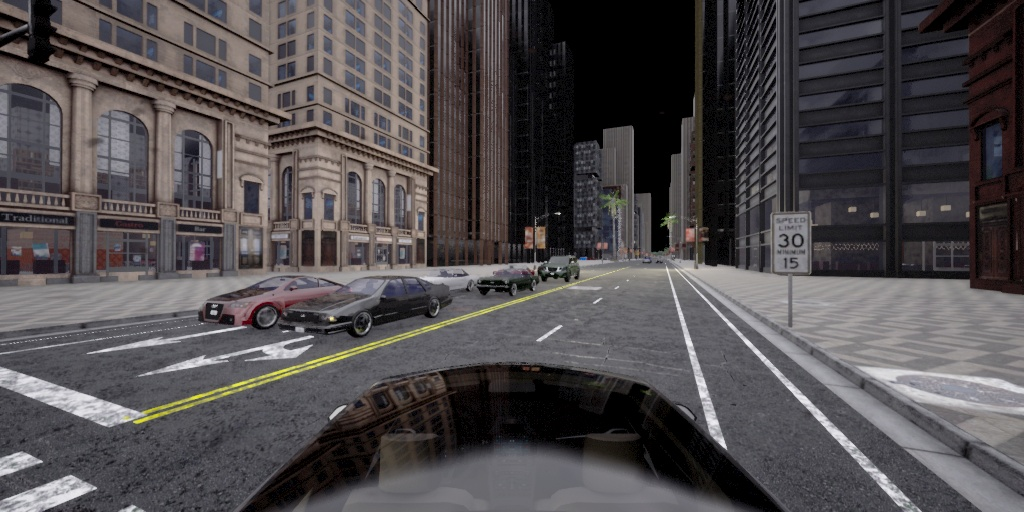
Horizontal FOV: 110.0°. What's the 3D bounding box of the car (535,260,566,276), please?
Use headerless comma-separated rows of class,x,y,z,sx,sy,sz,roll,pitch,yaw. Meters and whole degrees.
car,4.199,1.251,37.932,1.882,1.535,5.008,0,0,23

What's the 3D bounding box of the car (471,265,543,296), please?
car,-0.101,1.357,19.502,1.895,1.301,4.718,0,0,23

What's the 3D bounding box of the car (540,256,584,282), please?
car,4.065,0.987,29.354,2.150,2.045,5.566,0,0,23

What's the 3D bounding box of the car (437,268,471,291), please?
car,-3.687,1.356,19.370,1.895,1.301,4.718,0,0,23

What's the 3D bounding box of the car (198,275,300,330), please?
car,-7.092,1.315,11.297,1.994,1.385,4.181,0,0,23

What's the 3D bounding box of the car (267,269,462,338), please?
car,-3.834,1.299,10.669,2.033,1.411,5.357,0,0,23

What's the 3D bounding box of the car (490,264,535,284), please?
car,0.191,1.364,28.545,1.895,1.301,4.718,0,0,23
